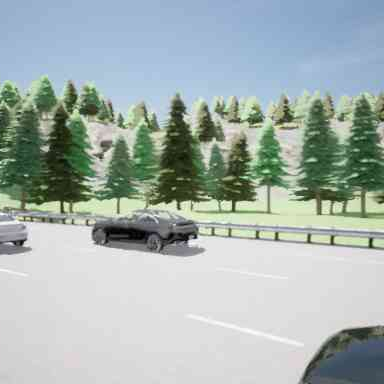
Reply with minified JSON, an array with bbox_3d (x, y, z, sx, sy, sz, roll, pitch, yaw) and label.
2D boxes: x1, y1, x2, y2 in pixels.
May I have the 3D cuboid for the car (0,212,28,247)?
[{"bbox_3d":[-8.640,1.522,13.632,4.674,1.442,1.812,0,0,32],"label":"car"}]

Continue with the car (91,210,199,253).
[{"bbox_3d":[-2.055,1.477,13.642,4.902,1.511,2.128,0,0,33],"label":"car"}]

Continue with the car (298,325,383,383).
[{"bbox_3d":[2.739,1.556,1.939,4.181,1.385,1.994,0,0,36],"label":"car"}]
